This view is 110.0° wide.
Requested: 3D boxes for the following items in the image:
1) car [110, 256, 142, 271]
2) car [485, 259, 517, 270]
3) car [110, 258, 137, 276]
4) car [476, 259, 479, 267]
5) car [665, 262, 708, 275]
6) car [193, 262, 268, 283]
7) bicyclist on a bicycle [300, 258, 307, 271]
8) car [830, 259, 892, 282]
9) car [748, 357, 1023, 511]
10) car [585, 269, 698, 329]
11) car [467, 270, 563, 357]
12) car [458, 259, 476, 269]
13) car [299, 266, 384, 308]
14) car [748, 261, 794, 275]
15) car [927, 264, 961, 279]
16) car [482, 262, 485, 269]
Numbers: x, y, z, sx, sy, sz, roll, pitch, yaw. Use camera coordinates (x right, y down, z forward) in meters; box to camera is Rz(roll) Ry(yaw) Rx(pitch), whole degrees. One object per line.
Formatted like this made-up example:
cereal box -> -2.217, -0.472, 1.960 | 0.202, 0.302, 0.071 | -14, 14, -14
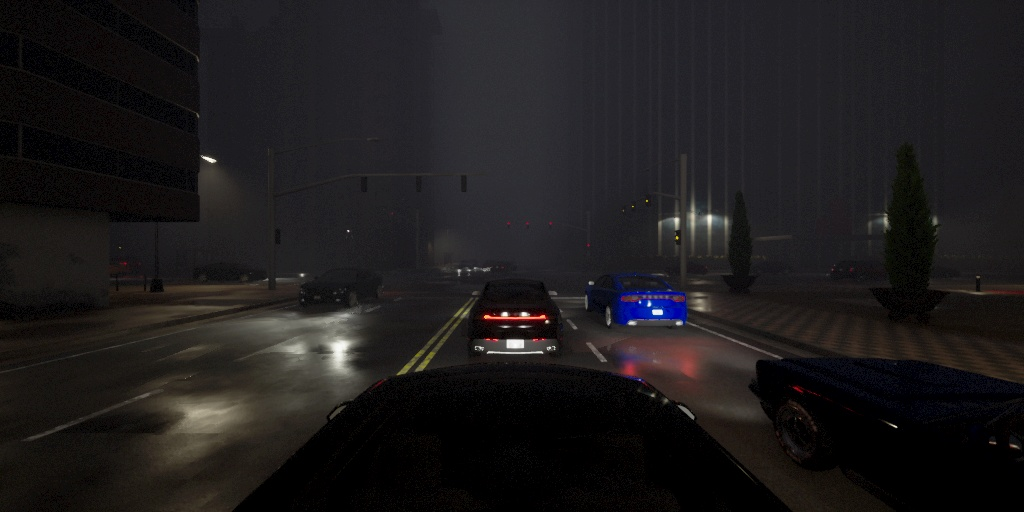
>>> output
car -> -42.679, 0.971, 37.953 | 5.566, 2.045, 2.150 | 0, 0, 1
car -> -0.946, 1.297, 42.253 | 2.033, 1.411, 5.357 | 0, 0, 17
car -> -39.823, 1.228, 34.505 | 5.008, 1.535, 1.882 | 0, 0, -1
car -> -7.060, 1.255, 64.541 | 1.837, 1.490, 4.892 | 0, 0, 0
car -> 18.707, 1.314, 38.597 | 4.181, 1.385, 1.994 | 0, 0, -1
car -> -21.463, 1.227, 27.493 | 5.008, 1.535, 1.882 | 0, 0, -1
bicyclist on a bicycle -> -26.419, 1.051, 45.426 | 0.582, 1.620, 1.656 | 0, 0, -1
car -> 27.772, 1.102, 27.988 | 4.553, 1.767, 2.097 | 0, 0, -1
car -> 3.601, 1.351, 1.892 | 1.895, 1.301, 4.718 | 0, 0, 0
car -> 3.575, 1.228, 11.237 | 1.882, 1.535, 5.008 | 0, 0, 0
car -> 0.062, 1.255, 8.549 | 1.837, 1.490, 4.892 | 0, 0, 0
car -> -7.089, 1.276, 55.284 | 1.812, 1.442, 4.674 | 0, 0, 0
car -> -7.108, 1.227, 15.437 | 1.882, 1.535, 5.008 | 0, 0, -2
car -> 27.559, 1.255, 38.686 | 4.892, 1.490, 1.837 | 0, 0, -1
car -> 35.893, 1.297, 31.569 | 5.357, 1.411, 2.033 | 0, 0, -1
car -> -3.589, 1.314, 57.154 | 1.994, 1.385, 4.181 | 0, 0, 0
